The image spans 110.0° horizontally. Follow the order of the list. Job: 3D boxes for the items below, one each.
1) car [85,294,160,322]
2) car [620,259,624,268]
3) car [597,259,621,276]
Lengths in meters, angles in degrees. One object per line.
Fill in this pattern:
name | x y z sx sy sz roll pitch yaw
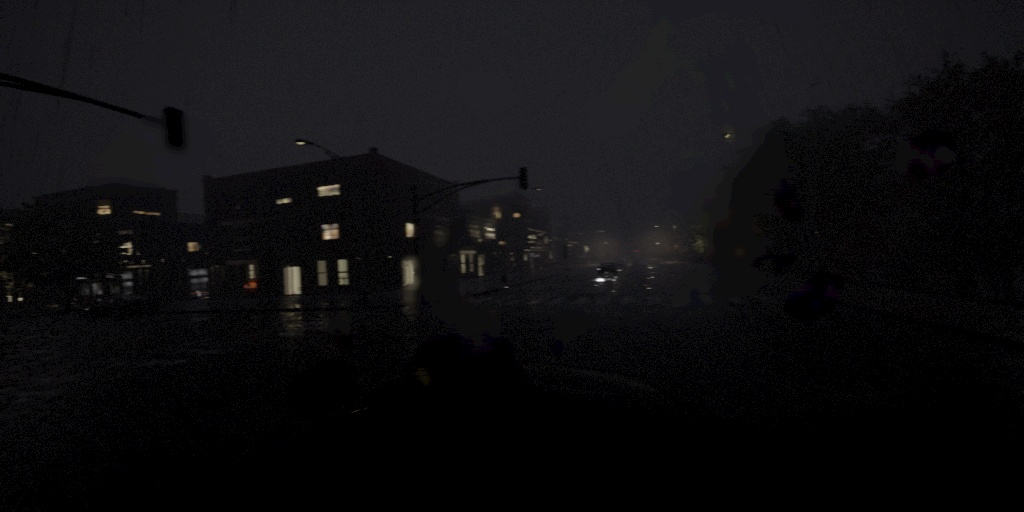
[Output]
car | -22.322 2.917 20.573 4.403 1.370 2.007 0 0 18
car | 17.663 1.198 60.046 2.128 1.511 4.902 -3 -1 19
car | 10.229 1.363 38.373 1.895 1.301 4.718 -3 -1 19
